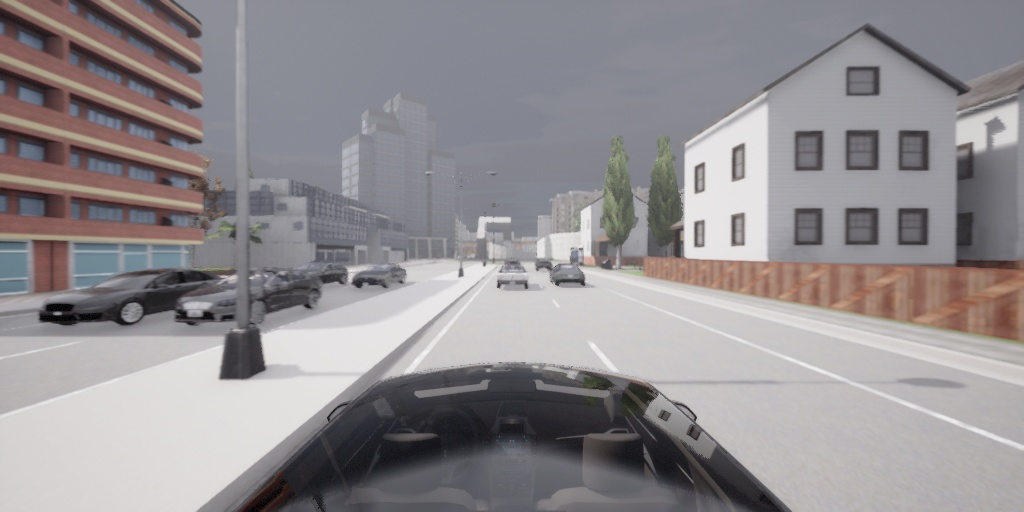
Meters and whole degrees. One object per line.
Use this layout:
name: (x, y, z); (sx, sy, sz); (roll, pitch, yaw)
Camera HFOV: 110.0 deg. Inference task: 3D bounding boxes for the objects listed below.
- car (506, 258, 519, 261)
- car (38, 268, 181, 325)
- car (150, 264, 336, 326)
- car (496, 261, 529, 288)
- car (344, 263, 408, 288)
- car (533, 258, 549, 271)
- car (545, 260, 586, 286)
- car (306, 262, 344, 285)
car: (0.083, 0.954, 42.075); (1.837, 1.490, 4.892); (0, 0, 0)
car: (-11.501, 1.185, 11.498); (1.837, 1.490, 4.892); (0, 0, 0)
car: (-8.001, 1.169, 11.499); (2.128, 1.511, 4.902); (0, 0, 0)
car: (0.043, 1.198, 22.202); (1.895, 1.301, 4.718); (0, 0, 1)
car: (-8.009, 1.144, 22.297); (2.033, 1.411, 5.357); (0, 0, 0)
car: (3.582, 0.956, 41.806); (1.837, 1.490, 4.892); (0, 0, 0)
car: (3.554, 1.152, 23.593); (1.994, 1.385, 4.181); (0, 1, 0)
car: (-11.517, 1.096, 21.365); (2.128, 1.511, 4.902); (0, 0, 0)
